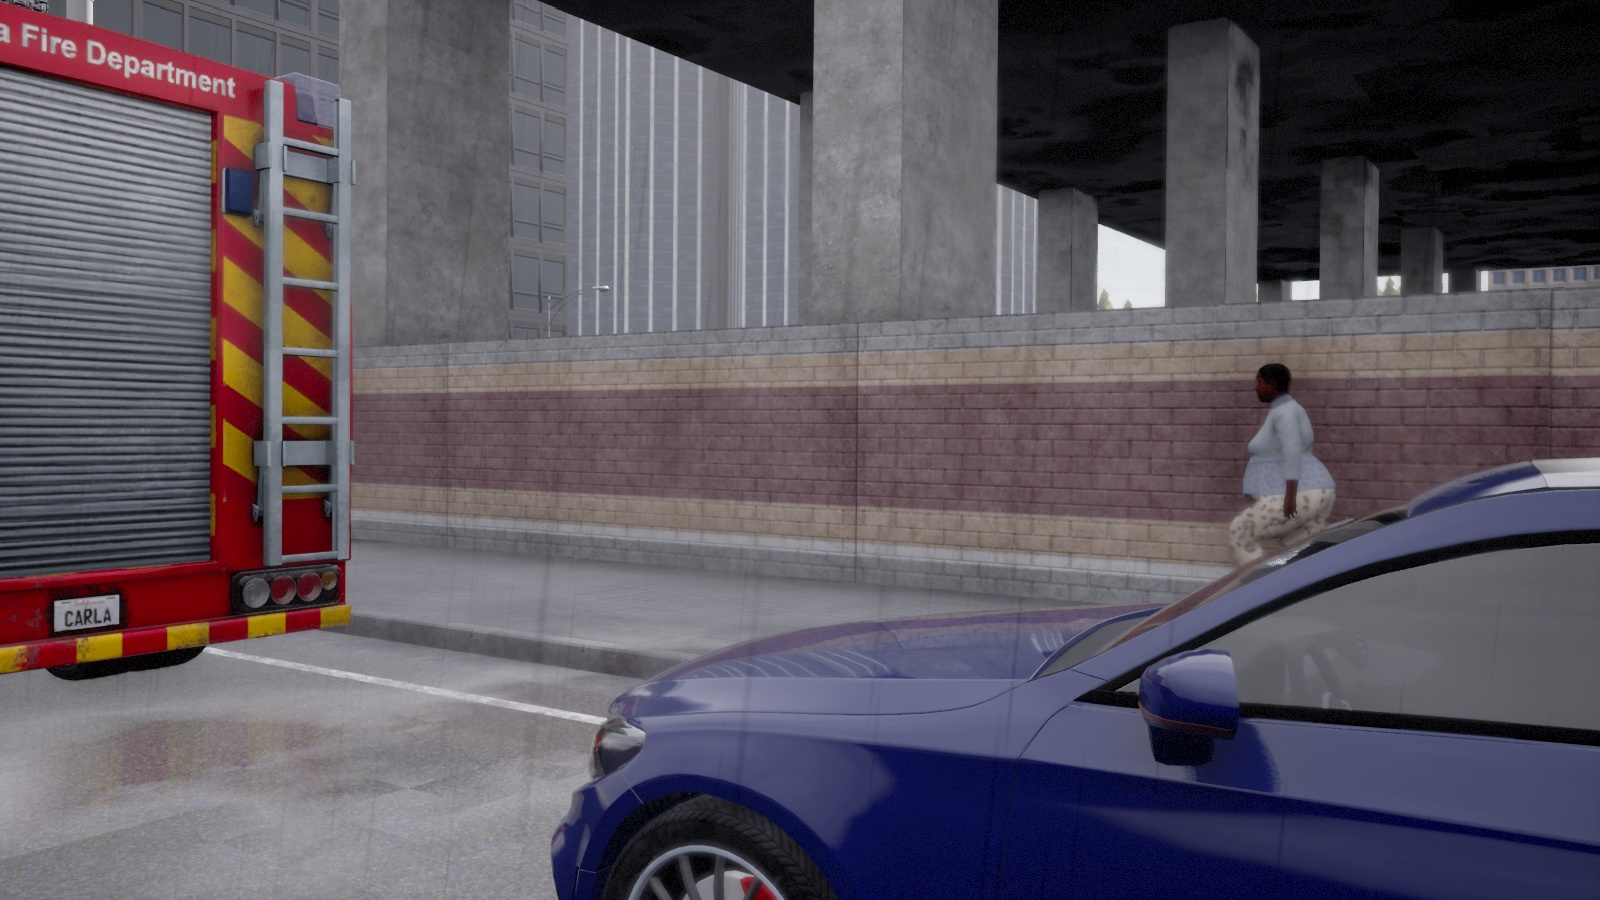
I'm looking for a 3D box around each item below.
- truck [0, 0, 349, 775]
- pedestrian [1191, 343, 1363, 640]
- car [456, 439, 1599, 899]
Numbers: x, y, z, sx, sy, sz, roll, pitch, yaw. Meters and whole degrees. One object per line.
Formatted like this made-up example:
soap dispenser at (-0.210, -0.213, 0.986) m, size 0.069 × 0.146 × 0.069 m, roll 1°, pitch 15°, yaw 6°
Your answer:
truck at (-6.880, -0.483, 8.172) m, size 8.468 × 3.827 × 2.891 m, roll 0°, pitch 1°, yaw 34°
pedestrian at (3.221, 0.251, 8.450) m, size 0.900 × 1.855 × 0.874 m, roll 0°, pitch 1°, yaw 34°
car at (1.618, 0.708, 2.546) m, size 4.674 × 1.442 × 1.812 m, roll 0°, pitch 1°, yaw 33°
